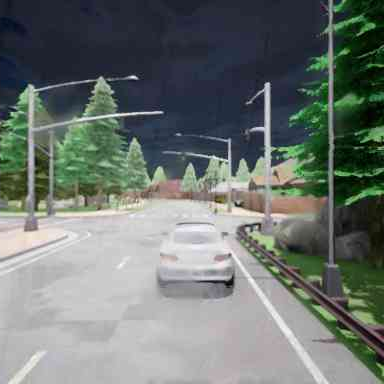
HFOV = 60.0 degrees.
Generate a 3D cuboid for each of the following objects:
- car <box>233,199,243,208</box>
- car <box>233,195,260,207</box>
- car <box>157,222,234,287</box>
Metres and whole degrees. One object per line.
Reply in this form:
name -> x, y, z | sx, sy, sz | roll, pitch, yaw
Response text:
car -> 8.771, 1.374, 48.826 | 4.605, 1.855, 1.932 | 0, 0, -1
car -> 8.353, 1.387, 51.335 | 3.866, 1.878, 1.905 | 0, 0, -1
car -> 0.086, 1.570, 9.359 | 1.812, 1.442, 4.674 | 0, 0, 0
